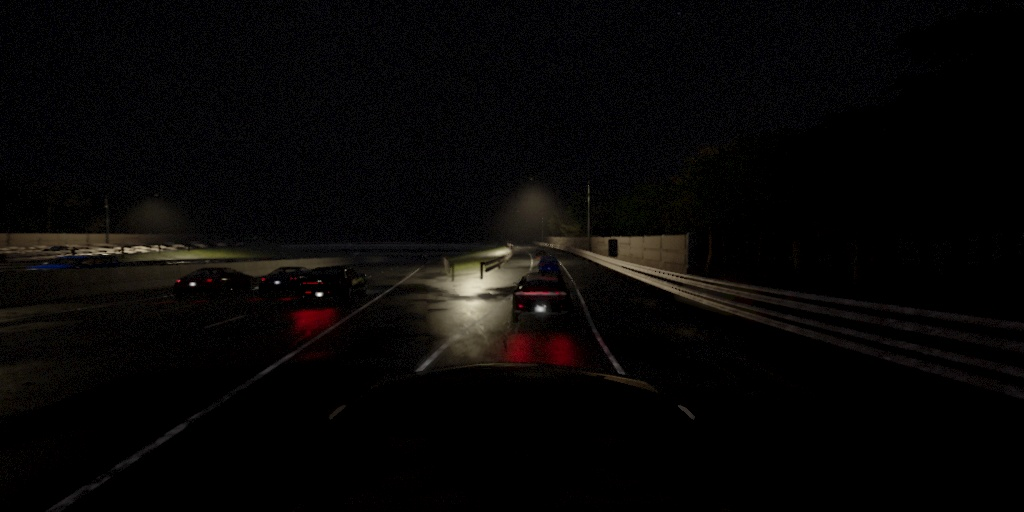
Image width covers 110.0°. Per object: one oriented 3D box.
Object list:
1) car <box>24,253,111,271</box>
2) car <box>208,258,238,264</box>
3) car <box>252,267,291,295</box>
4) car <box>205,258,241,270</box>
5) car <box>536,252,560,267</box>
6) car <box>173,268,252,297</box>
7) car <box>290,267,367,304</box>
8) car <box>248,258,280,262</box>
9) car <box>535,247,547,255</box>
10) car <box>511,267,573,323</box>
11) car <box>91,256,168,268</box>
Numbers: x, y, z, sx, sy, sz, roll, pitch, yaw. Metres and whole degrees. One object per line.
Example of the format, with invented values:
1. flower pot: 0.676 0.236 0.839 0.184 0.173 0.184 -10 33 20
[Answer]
1. car: -31.337 0.980 25.860 2.150 2.045 5.566 0 1 -11
2. car: -34.450 1.199 41.674 1.895 1.301 4.718 0 1 -11
3. car: -12.144 1.286 19.929 1.994 1.385 4.181 0 0 -11
4. car: -39.487 1.061 49.181 1.812 1.442 4.674 0 1 -11
5. car: 3.295 0.774 32.122 1.882 1.535 5.008 0 2 6
6. car: -15.525 1.304 18.979 1.994 1.385 4.181 0 0 -11
7. car: -7.987 1.225 16.367 1.837 1.490 4.892 0 0 -11
8. car: -31.506 1.034 44.852 1.882 1.535 5.008 0 0 -11
9. car: 4.965 -0.773 61.531 1.812 1.442 4.674 0 3 1
10. car: 1.071 1.291 12.443 2.128 1.511 4.902 0 0 6
11. car: -27.974 1.091 26.902 2.097 1.767 4.553 0 1 -11
